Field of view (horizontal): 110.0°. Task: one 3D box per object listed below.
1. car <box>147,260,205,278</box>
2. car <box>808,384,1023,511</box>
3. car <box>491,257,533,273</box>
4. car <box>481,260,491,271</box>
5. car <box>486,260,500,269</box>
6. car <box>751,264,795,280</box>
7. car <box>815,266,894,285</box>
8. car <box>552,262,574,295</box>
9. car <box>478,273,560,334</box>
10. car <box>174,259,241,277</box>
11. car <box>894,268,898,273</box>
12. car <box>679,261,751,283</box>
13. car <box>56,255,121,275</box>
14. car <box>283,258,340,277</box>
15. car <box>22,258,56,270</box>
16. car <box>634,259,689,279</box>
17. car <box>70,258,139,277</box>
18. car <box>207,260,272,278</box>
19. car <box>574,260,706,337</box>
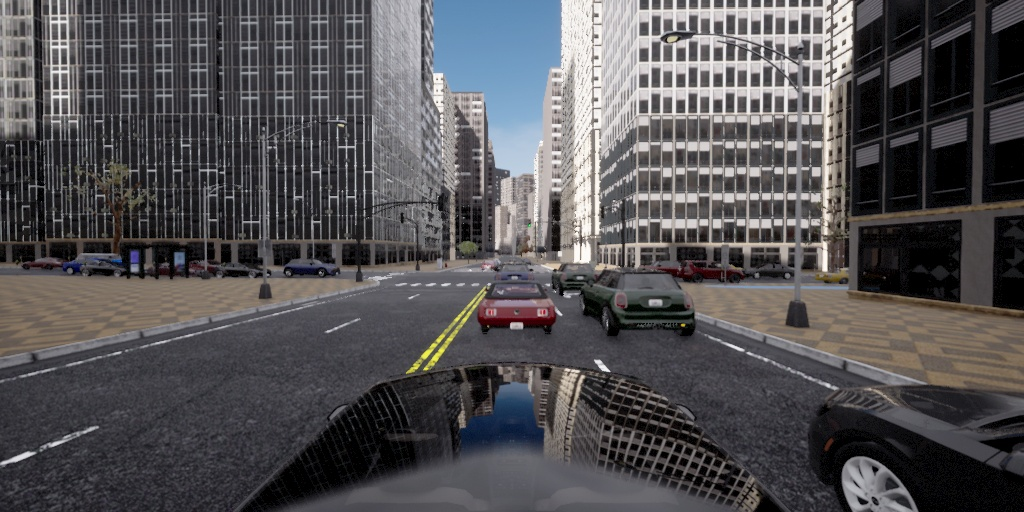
[{"bbox_3d":[-28.365,1.174,30.317,4.207,1.307,1.802,0,0,1],"label":"car"},{"bbox_3d":[3.341,1.254,0.927,1.837,1.490,4.892,0,0,0],"label":"car"},{"bbox_3d":[0.131,1.114,20.112,2.097,1.767,4.553,0,0,0],"label":"car"},{"bbox_3d":[-3.242,1.301,50.546,1.812,1.442,4.674,0,0,0],"label":"car"},{"bbox_3d":[-3.218,1.323,60.234,2.033,1.411,5.357,0,0,0],"label":"car"},{"bbox_3d":[24.959,1.483,35.181,4.892,1.490,1.837,0,1,1],"label":"car"},{"bbox_3d":[27.690,1.613,29.353,4.829,1.417,1.751,0,0,1],"label":"car"},{"bbox_3d":[3.409,1.114,19.942,2.097,1.767,4.553,0,0,1],"label":"car"},{"bbox_3d":[0.112,1.358,10.686,1.895,1.301,4.718,0,0,0],"label":"car"},{"bbox_3d":[-27.960,1.080,33.001,4.674,1.442,1.812,1,1,1],"label":"car"},{"bbox_3d":[33.160,1.718,29.249,4.207,1.307,1.802,0,0,1],"label":"car"},{"bbox_3d":[16.242,1.303,29.572,5.009,1.841,2.192,0,0,1],"label":"car"},{"bbox_3d":[-38.433,0.938,33.234,5.008,1.535,1.882,1,1,2],"label":"car"},{"bbox_3d":[-18.179,0.996,32.744,4.553,1.767,2.097,1,1,2],"label":"car"},{"bbox_3d":[-50.903,0.840,39.308,4.207,1.307,1.802,0,0,1],"label":"car"},{"bbox_3d":[14.682,1.239,35.435,4.553,1.767,2.097,1,1,2],"label":"car"},{"bbox_3d":[-34.046,1.105,30.500,4.313,1.339,1.948,0,0,1],"label":"car"},{"bbox_3d":[-22.682,1.209,30.173,4.313,1.339,1.948,0,0,1],"label":"car"},{"bbox_3d":[3.357,1.109,10.499,2.097,1.767,4.553,0,0,0],"label":"car"}]
